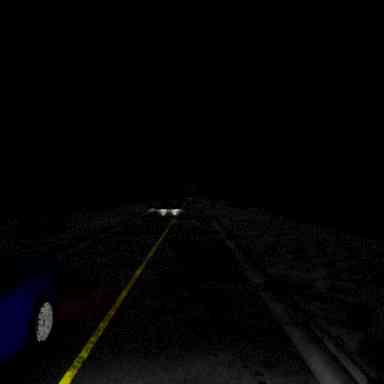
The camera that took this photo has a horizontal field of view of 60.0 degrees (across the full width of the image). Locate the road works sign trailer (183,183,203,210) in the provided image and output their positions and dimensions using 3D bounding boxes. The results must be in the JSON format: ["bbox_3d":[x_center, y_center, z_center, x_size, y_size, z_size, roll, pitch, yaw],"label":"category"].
[{"bbox_3d":[-0.009,0.572,45.172,2.380,3.560,2.880,0,0,0],"label":"road works sign trailer"}]

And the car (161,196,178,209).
[{"bbox_3d":[-3.092,1.465,46.378,2.097,1.767,4.553,0,0,0],"label":"car"}]

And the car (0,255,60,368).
[{"bbox_3d":[-3.100,1.480,3.464,1.882,1.535,5.008,0,0,0],"label":"car"}]
